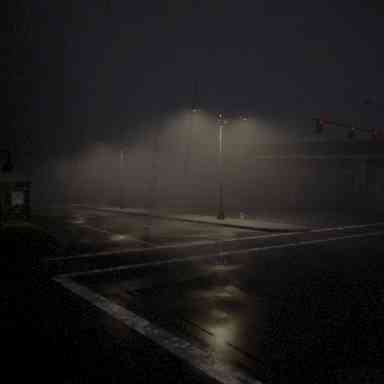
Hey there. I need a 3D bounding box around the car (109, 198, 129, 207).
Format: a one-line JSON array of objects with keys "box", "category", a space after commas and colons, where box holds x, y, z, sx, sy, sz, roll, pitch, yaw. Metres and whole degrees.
[{"box": [-11.165, 1.564, 50.694, 1.994, 1.385, 4.181, 0, 0, -35], "category": "car"}]

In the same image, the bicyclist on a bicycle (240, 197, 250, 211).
[{"box": [6.255, 1.430, 39.740, 1.656, 1.620, 0.582, -6, -7, -37], "category": "bicyclist on a bicycle"}]

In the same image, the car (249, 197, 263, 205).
[{"box": [11.983, 1.564, 61.128, 1.994, 1.385, 4.181, 0, 0, 29], "category": "car"}]

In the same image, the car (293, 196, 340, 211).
[{"box": [13.834, 1.295, 38.106, 2.242, 1.667, 4.611, 0, 0, -35], "category": "car"}]

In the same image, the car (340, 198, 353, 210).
[{"box": [18.095, 1.456, 42.034, 1.970, 1.475, 3.806, 0, 0, -35], "category": "car"}]
